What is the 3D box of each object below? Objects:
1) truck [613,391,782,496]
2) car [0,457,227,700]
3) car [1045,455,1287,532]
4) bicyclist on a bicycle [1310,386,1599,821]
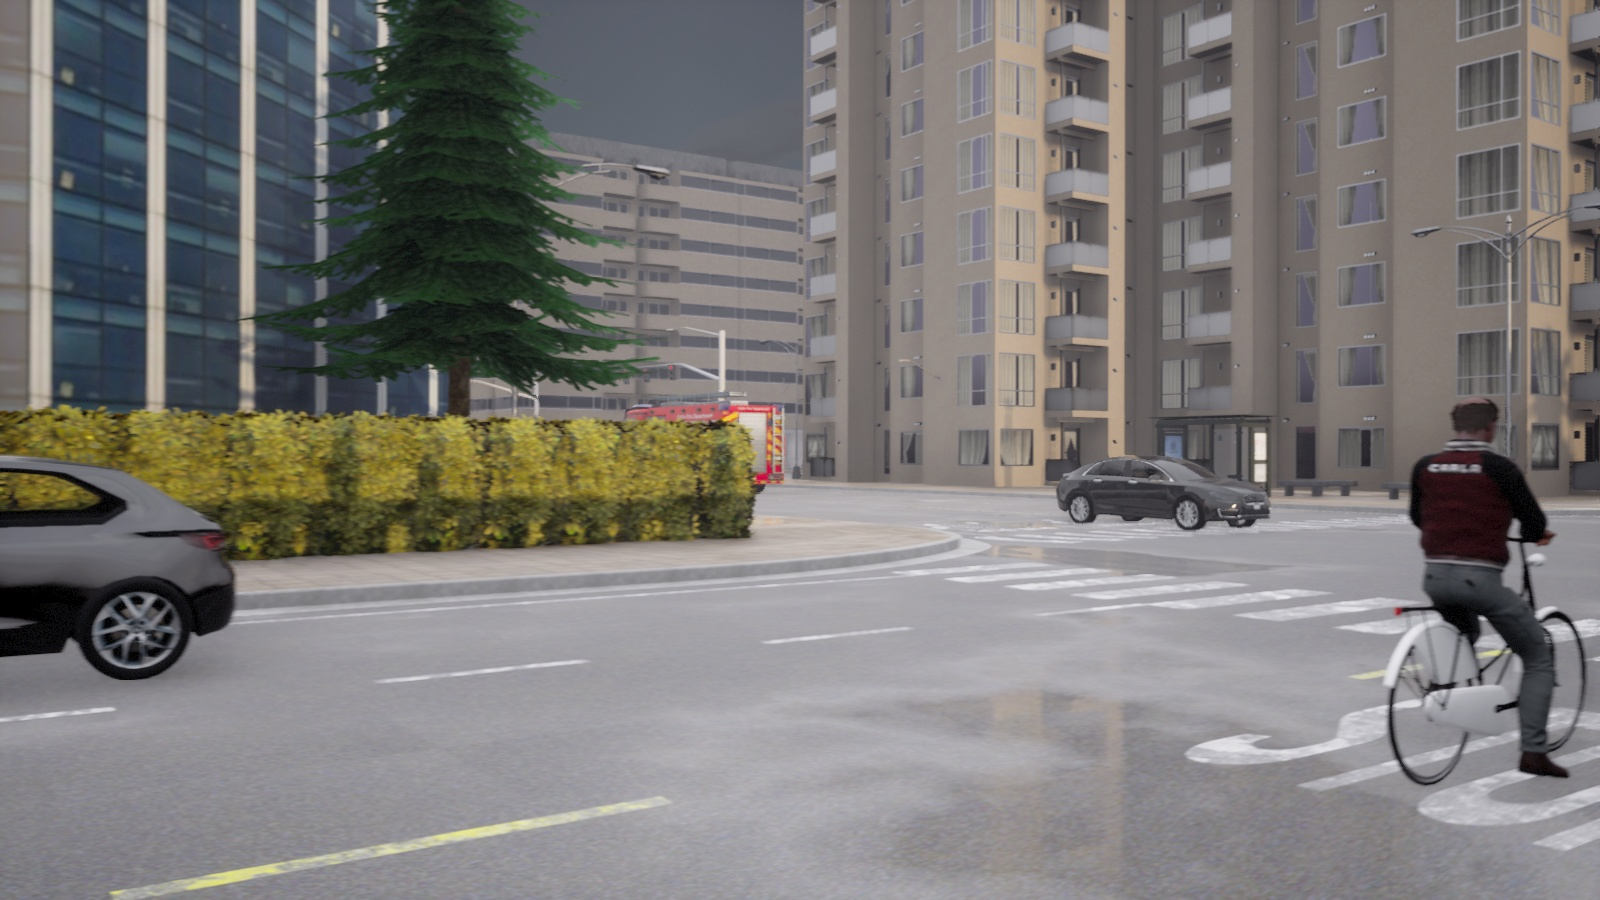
[{"bbox_3d":[-4.272,-0.232,50.117,2.891,3.827,8.468,0,0,-35],"label":"truck"},{"bbox_3d":[-6.077,0.791,7.952,4.193,1.474,1.816,0,0,-35],"label":"car"},{"bbox_3d":[7.662,0.855,26.781,1.837,1.490,4.892,0,0,-35],"label":"car"},{"bbox_3d":[3.249,0.623,5.921,1.843,1.776,0.659,0,0,-35],"label":"bicyclist on a bicycle"}]
